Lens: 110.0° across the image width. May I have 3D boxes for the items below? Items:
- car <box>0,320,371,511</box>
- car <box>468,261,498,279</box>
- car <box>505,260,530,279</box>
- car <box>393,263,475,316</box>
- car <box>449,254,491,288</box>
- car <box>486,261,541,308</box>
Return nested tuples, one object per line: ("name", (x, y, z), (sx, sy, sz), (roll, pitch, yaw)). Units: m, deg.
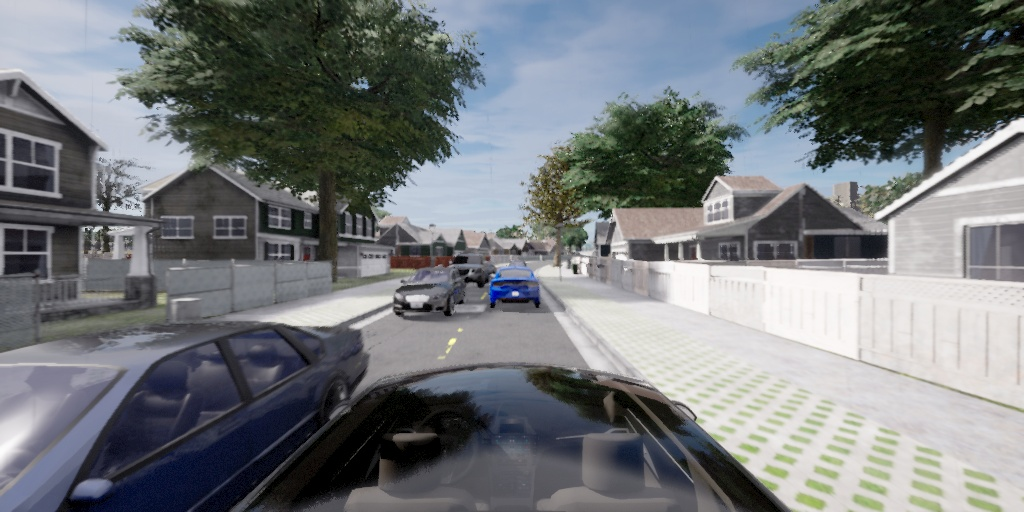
("car", (-2.852, 1.292, 2.646), (2.033, 1.411, 5.357), (0, 0, 0))
("car", (-2.427, 1.164, 31.085), (1.994, 1.385, 4.181), (0, 0, 3))
("car", (0.566, 1.141, 32.326), (2.033, 1.411, 5.357), (0, 0, 3))
("car", (-2.814, 1.185, 13.112), (2.128, 1.511, 4.902), (0, 0, 0))
("car", (-2.706, 0.864, 23.007), (2.150, 2.045, 5.566), (0, 0, 1))
("car", (0.119, 1.164, 14.966), (1.882, 1.535, 5.008), (0, 0, 0))
